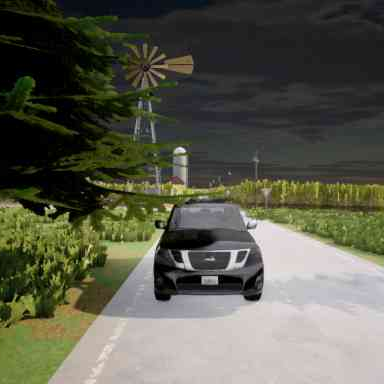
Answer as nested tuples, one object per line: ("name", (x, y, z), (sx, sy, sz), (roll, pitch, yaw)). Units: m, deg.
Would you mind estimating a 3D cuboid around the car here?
("car", (0.334, 1.221, 8.691), (2.150, 2.045, 5.566), (0, 0, 0))
